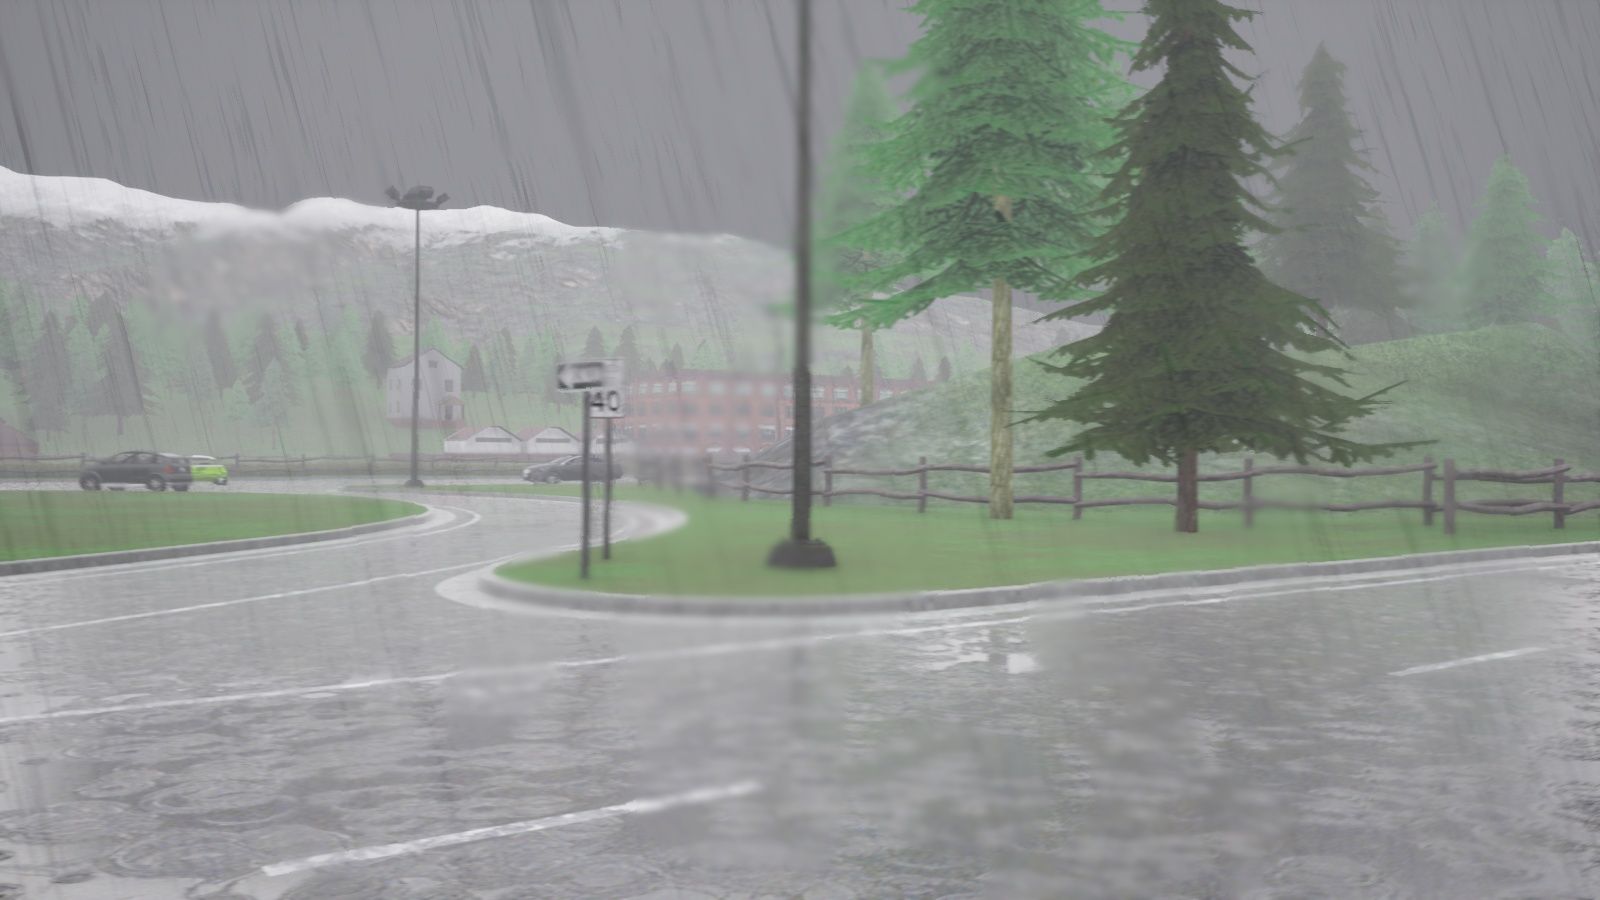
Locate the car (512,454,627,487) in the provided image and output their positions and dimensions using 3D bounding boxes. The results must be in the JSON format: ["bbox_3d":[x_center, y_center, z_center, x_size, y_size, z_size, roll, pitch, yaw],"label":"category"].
[{"bbox_3d":[-10.901,0.951,59.541,4.902,1.511,2.128,0,0,-35],"label":"car"}]

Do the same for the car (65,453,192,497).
[{"bbox_3d":[-24.571,0.907,45.998,3.705,1.549,1.789,0,-1,4],"label":"car"}]

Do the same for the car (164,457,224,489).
[{"bbox_3d":[-27.349,1.028,56.672,2.207,1.376,1.481,1,-1,-35],"label":"car"}]
